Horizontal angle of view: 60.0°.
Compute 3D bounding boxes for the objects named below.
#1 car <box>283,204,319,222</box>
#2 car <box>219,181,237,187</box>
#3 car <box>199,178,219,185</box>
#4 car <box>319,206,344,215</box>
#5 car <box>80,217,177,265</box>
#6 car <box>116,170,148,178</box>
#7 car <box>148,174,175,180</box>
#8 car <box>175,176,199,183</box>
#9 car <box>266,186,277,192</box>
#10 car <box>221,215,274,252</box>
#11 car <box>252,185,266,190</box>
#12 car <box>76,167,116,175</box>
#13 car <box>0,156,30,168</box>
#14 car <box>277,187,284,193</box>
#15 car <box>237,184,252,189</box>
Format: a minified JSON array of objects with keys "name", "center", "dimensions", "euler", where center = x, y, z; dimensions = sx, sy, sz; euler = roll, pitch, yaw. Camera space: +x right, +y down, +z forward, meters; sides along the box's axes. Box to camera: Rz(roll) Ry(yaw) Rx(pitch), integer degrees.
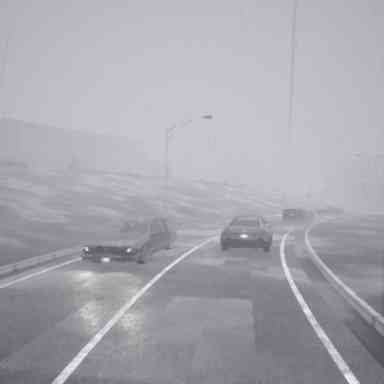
[{"name":"car","center":[9.945,1.890,30.877],"dimensions":[1.882,1.535,5.008],"euler":[-3,-2,33]},{"name":"car","center":[6.295,-1.332,66.820],"dimensions":[2.163,1.488,4.792],"euler":[-4,-6,44]},{"name":"car","center":[2.272,-1.806,62.767],"dimensions":[4.553,1.767,2.185],"euler":[4,-6,-44]},{"name":"car","center":[19.365,2.567,46.827],"dimensions":[4.718,1.301,1.895],"euler":[2,-4,-40]},{"name":"car","center":[-1.995,1.659,12.438],"dimensions":[2.033,1.411,5.357],"euler":[-1,-1,12]},{"name":"car","center":[-9.923,-2.565,51.502],"dimensions":[4.892,1.521,2.231],"euler":[4,-5,-40]},{"name":"car","center":[-5.772,-2.240,55.169],"dimensions":[4.674,1.452,2.002],"euler":[4,-5,-42]},{"name":"car","center":[-1.701,-1.983,58.930],"dimensions":[5.008,1.535,2.097],"euler":[4,-6,-43]},{"name":"car","center":[17.444,-0.511,79.057],"dimensions":[2.185,1.767,4.553],"euler":[-3,-6,41]},{"name":"car","center":[2.507,1.680,14.648],"dimensions":[1.994,1.385,4.181],"euler":[-1,-1,15]},{"name":"car","center":[13.745,-0.735,74.809],"dimensions":[2.231,1.521,4.892],"euler":[-3,-6,42]},{"name":"car","center":[-14.121,-2.827,47.927],"dimensions":[4.892,1.521,2.231],"euler":[3,-5,-40]},{"name":"car","center":[-22.452,-3.446,40.860],"dimensions":[4.553,1.767,2.185],"euler":[3,-5,-40]},{"name":"car","center":[21.049,-0.261,83.351],"dimensions":[2.435,2.045,5.566],"euler":[-3,-6,40]},{"name":"car","center":[10.096,-1.010,70.809],"dimensions":[2.002,1.452,4.674],"euler":[-4,-6,43]}]
